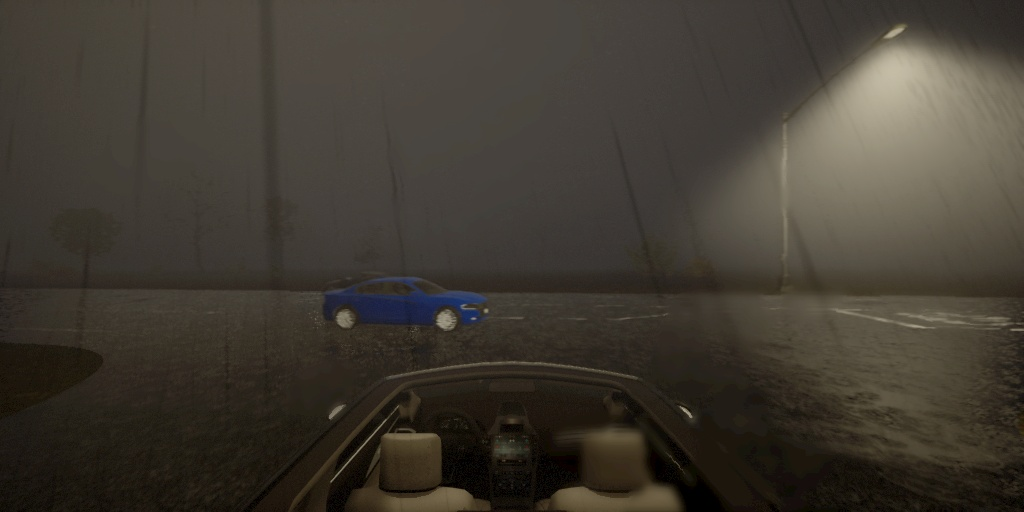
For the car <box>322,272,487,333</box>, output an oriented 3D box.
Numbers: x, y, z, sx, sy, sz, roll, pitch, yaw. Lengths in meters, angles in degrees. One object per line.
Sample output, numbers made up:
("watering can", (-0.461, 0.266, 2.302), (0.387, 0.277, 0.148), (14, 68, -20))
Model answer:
("car", (-3.253, 1.392, 11.060), (5.008, 1.535, 1.882), (-1, 0, 9))
